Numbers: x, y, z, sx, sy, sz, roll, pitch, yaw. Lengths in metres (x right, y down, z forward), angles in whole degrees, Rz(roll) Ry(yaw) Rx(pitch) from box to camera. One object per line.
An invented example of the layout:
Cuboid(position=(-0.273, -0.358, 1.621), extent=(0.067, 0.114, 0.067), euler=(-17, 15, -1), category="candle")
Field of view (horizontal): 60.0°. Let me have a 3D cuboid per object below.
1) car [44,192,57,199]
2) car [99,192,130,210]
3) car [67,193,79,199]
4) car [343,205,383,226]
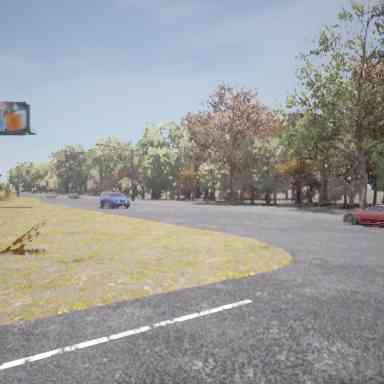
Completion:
Cuboid(position=(-34.576, 0.785, 82.006), extent=(2.097, 1.767, 4.553), euler=(0, 0, -27), category="car")
Cuboid(position=(-9.277, 0.985, 39.542), extent=(2.150, 2.045, 5.566), euler=(0, 0, -34), category="car")
Cuboid(position=(-29.266, 0.989, 81.701), extent=(2.033, 1.411, 5.357), euler=(0, 0, -34), category="car")
Cuboid(position=(11.799, 1.495, 20.899), extent=(1.994, 1.385, 4.181), euler=(0, 0, -35), category="car")
